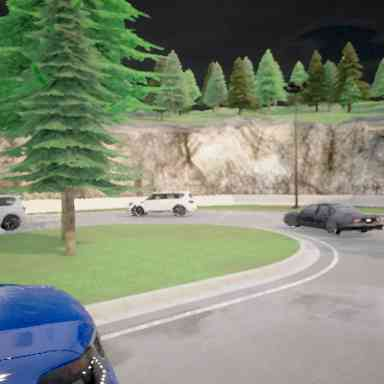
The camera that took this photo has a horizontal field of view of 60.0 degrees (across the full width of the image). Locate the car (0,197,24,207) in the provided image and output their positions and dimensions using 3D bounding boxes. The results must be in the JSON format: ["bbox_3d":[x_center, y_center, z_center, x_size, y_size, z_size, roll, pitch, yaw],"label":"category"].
[{"bbox_3d":[-11.843,1.214,17.922,2.150,2.045,5.566,-1,0,31],"label":"car"}]

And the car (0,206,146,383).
[{"bbox_3d":[-3.136,1.256,1.511,5.566,2.045,2.150,-1,1,-35],"label":"car"}]

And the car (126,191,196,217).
[{"bbox_3d":[-2.465,0.972,26.947,5.566,2.045,2.150,-1,0,3],"label":"car"}]

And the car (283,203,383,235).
[{"bbox_3d":[6.832,1.263,16.835,2.033,1.411,5.357,-1,1,-19],"label":"car"}]
